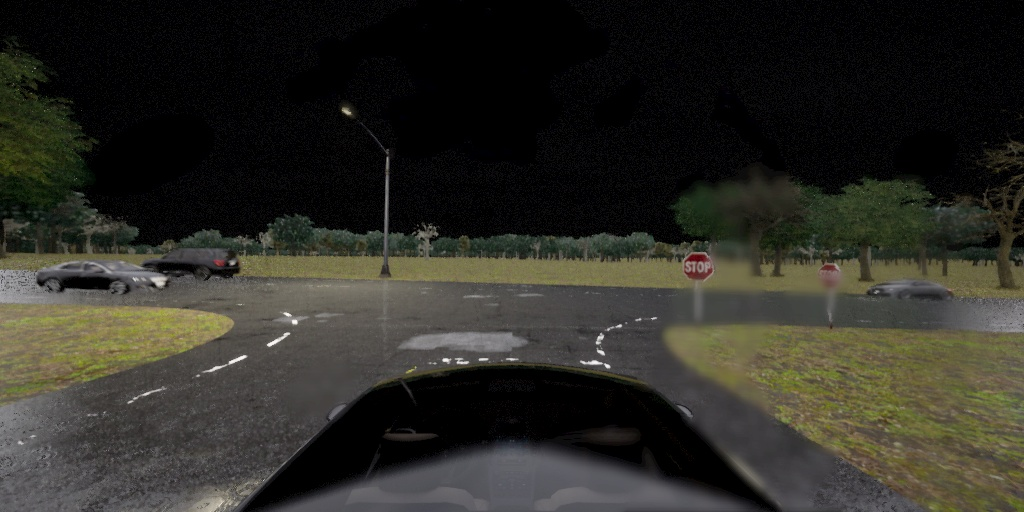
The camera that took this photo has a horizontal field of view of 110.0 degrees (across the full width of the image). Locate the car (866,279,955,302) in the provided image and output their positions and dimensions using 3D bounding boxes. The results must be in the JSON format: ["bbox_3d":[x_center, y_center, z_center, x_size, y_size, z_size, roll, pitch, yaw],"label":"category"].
[{"bbox_3d":[25.875,2.232,23.377,4.181,1.385,1.994,1,1,0],"label":"car"}]

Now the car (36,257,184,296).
[{"bbox_3d":[-18.705,0.954,16.562,4.902,1.511,2.128,2,1,0],"label":"car"}]

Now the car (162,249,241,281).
[{"bbox_3d":[-21.014,0.518,23.561,5.566,2.045,2.150,1,1,0],"label":"car"}]
